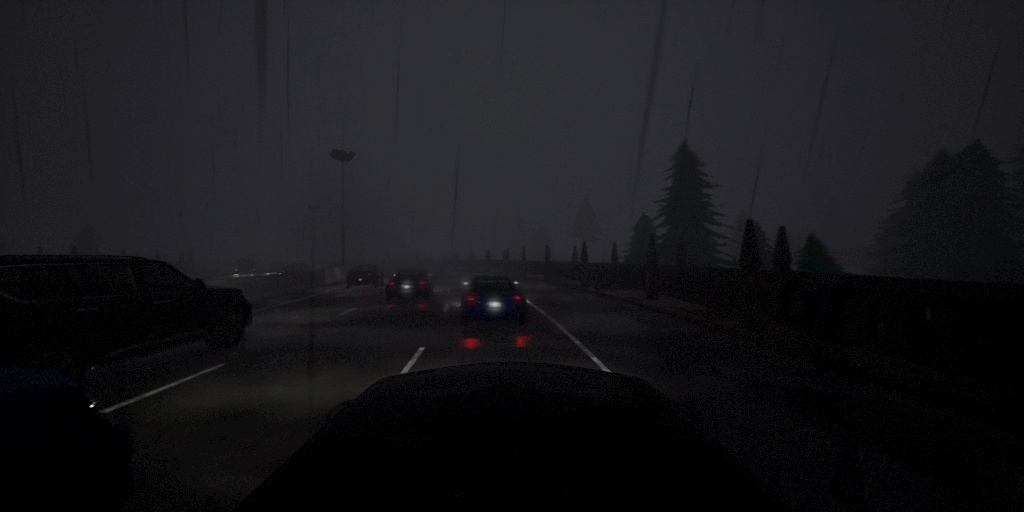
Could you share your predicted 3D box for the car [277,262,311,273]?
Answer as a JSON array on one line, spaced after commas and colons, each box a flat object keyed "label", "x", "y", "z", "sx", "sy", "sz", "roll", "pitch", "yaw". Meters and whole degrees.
[{"label": "car", "x": -20.593, "y": 1.406, "z": 34.380, "sx": 1.882, "sy": 1.535, "sz": 5.008, "roll": 0, "pitch": 0, "yaw": -22}]

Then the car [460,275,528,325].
[{"label": "car", "x": -0.673, "y": 1.325, "z": 11.960, "sx": 1.994, "sy": 1.385, "sz": 4.181, "roll": 0, "pitch": 0, "yaw": -6}]

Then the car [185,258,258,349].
[{"label": "car", "x": -7.145, "y": 1.005, "z": 6.114, "sx": 2.150, "sy": 2.045, "sz": 5.566, "roll": 0, "pitch": 0, "yaw": -3}]

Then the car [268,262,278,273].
[{"label": "car", "x": -33.338, "y": 1.613, "z": 51.061, "sx": 1.837, "sy": 1.490, "sz": 4.892, "roll": 0, "pitch": 0, "yaw": -34}]

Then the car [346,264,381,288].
[{"label": "car", "x": -9.939, "y": 1.308, "z": 24.545, "sx": 1.882, "sy": 1.535, "sz": 5.008, "roll": 0, "pitch": 0, "yaw": -14}]

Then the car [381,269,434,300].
[{"label": "car", "x": -5.030, "y": 1.355, "z": 18.045, "sx": 1.994, "sy": 1.385, "sz": 4.181, "roll": 0, "pitch": 0, "yaw": -9}]

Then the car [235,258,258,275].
[{"label": "car", "x": -35.436, "y": 1.337, "z": 47.944, "sx": 2.150, "sy": 2.045, "sz": 5.566, "roll": 0, "pitch": 0, "yaw": -33}]
